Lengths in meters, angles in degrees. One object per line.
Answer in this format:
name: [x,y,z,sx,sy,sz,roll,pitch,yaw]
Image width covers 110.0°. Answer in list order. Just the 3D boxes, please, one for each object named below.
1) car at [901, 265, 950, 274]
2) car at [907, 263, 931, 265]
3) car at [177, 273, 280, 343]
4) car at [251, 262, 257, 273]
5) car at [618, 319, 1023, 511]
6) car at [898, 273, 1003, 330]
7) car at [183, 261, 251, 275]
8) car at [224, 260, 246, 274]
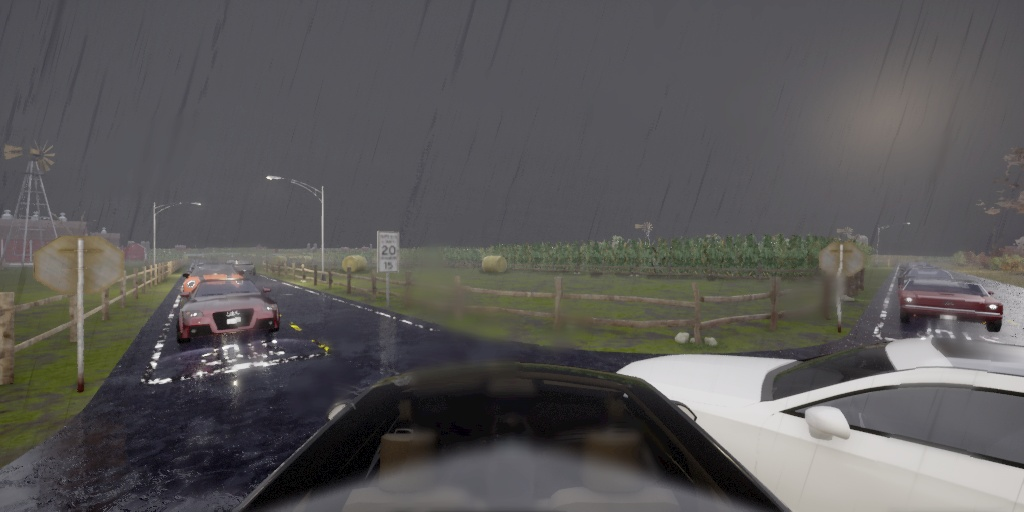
car: [20.691,1.351,17.822,5.357,1.411,2.033,0,1,-42]
car: [27.480,1.385,24.040,4.181,1.385,1.994,0,1,-43]
car: [-7.888,1.352,9.939,1.994,1.385,4.181,0,0,-42]
car: [-26.789,1.268,35.755,2.128,1.511,4.902,0,0,-41]
car: [2.850,1.293,2.293,1.812,1.442,4.674,0,1,-44]
car: [13.578,1.391,11.297,4.718,1.301,1.895,0,1,-43]
car: [-13.629,1.134,16.453,2.097,1.767,4.553,0,0,-41]
car: [-33.469,1.286,43.249,1.837,1.490,4.892,0,0,-41]
